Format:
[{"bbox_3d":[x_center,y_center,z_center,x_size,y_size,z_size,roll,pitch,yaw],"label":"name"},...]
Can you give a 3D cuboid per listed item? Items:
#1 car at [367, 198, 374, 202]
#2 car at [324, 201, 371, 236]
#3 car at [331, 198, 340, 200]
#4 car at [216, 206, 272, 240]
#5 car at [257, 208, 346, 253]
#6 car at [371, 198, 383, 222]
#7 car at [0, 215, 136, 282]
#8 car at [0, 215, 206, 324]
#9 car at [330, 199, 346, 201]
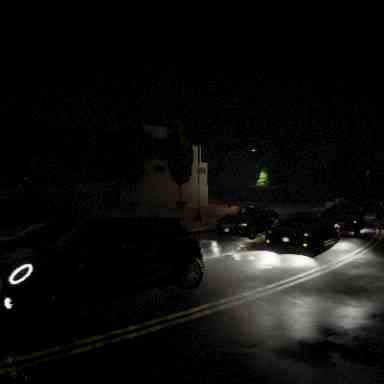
[{"bbox_3d":[21.575,1.492,39.007,2.128,1.511,4.902,0,0,3],"label":"car"},{"bbox_3d":[8.555,1.494,18.684,2.128,1.511,4.902,0,0,31],"label":"car"},{"bbox_3d":[18.176,1.531,41.622,1.812,1.442,4.674,0,0,0],"label":"car"},{"bbox_3d":[3.046,1.499,17.335,2.128,1.511,4.902,0,0,36],"label":"car"},{"bbox_3d":[4.692,1.567,13.855,1.994,1.385,4.181,0,0,38],"label":"car"},{"bbox_3d":[15.511,1.505,25.691,1.837,1.490,4.892,0,0,20],"label":"car"},{"bbox_3d":[-4.191,1.536,9.937,4.674,1.442,1.812,0,0,-39],"label":"car"},{"bbox_3d":[-1.908,1.358,7.337,4.553,1.767,2.097,0,0,-40],"label":"car"},{"bbox_3d":[10.794,1.508,23.474,1.837,1.490,4.892,0,0,25],"label":"car"}]
